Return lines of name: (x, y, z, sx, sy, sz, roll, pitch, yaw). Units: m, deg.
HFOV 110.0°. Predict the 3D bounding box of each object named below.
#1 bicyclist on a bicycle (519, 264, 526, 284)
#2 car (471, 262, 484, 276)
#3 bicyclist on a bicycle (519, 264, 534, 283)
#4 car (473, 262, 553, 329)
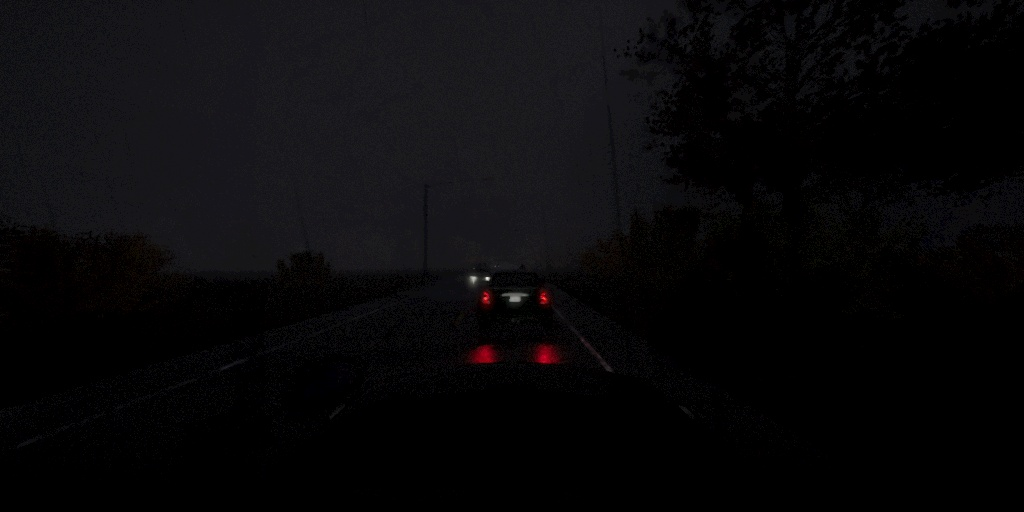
bicyclist on a bicycle: (0.885, 1.486, 30.027, 0.582, 1.620, 1.656, 0, -1, 0)
car: (-3.777, 1.529, 44.146, 2.097, 1.767, 4.553, 0, -1, 0)
bicyclist on a bicycle: (0.929, 1.368, 19.911, 0.866, 1.612, 1.509, 0, -1, 1)
car: (0.087, 1.203, 11.789, 2.097, 1.767, 4.553, 0, -1, 0)
